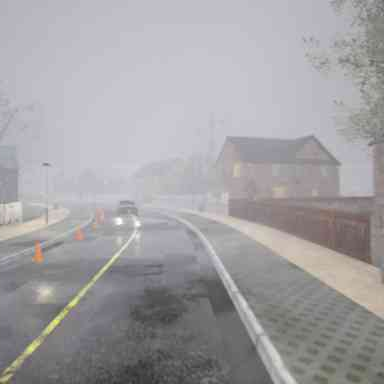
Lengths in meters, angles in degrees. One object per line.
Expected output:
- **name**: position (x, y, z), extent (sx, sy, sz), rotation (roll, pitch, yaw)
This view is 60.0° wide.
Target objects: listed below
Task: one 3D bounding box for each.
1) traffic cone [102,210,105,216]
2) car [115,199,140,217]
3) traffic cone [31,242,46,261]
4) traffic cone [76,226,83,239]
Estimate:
- **traffic cone**: position (-6.843, 1.886, 25.420), extent (0.340, 0.580, 0.340), rotation (-1, 0, -13)
- **car**: position (-5.911, 1.401, 30.104), extent (1.837, 1.490, 4.892), rotation (0, 0, -16)
- **traffic cone**: position (-5.071, 1.952, 10.976), extent (0.340, 0.580, 0.340), rotation (-1, 0, -3)
- **traffic cone**: position (-5.363, 1.928, 15.861), extent (0.340, 0.580, 0.340), rotation (-1, 0, -5)
